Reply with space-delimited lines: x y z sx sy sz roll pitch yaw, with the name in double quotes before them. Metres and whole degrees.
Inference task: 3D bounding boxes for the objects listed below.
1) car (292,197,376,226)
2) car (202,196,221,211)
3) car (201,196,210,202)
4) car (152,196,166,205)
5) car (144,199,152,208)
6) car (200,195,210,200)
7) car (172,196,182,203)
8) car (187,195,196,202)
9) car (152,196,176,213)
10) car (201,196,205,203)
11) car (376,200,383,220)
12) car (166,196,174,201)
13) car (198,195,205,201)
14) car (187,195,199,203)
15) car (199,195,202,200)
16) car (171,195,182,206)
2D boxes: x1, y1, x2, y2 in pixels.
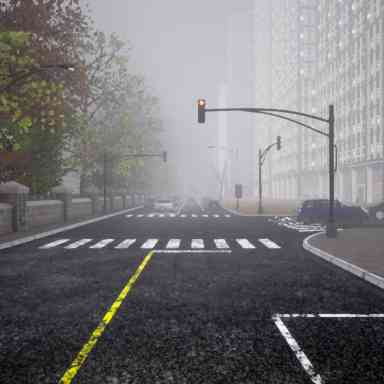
"car" 8.996 1.186 21.782 4.553 1.767 2.097 -2 0 6
"car" 2.654 1.587 41.546 1.947 1.339 4.313 0 0 0
"car" 3.082 1.590 76.858 1.812 1.442 4.674 0 0 0
"car" -5.740 1.478 58.436 1.967 1.590 4.097 0 0 0
"car" -5.731 1.608 47.171 1.802 1.307 4.206 0 0 0
"car" 2.645 1.597 52.811 1.947 1.339 4.313 0 0 0
"car" -3.064 1.532 68.993 1.837 1.490 4.892 0 0 0
"car" -0.069 1.482 78.830 2.033 1.411 5.357 0 0 0
"car" -3.133 1.544 37.924 1.812 1.442 4.674 0 0 0
"car" 2.649 1.592 47.178 1.947 1.339 4.313 0 0 0
"car" 14.932 1.239 24.769 4.892 1.490 1.837 -1 0 0
"car" -5.765 1.626 86.597 1.887 1.381 4.507 0 0 0
"car" 2.610 1.642 92.237 2.008 1.369 4.403 0 0 0
"car" -0.062 1.578 69.246 1.812 1.442 4.674 0 0 0
"car" 3.052 1.406 69.828 2.097 1.767 4.553 0 0 0
"car" -3.140 1.523 53.229 2.128 1.511 4.902 0 0 0
